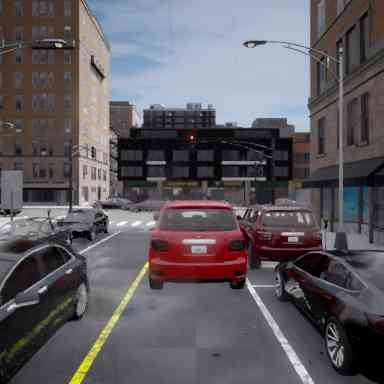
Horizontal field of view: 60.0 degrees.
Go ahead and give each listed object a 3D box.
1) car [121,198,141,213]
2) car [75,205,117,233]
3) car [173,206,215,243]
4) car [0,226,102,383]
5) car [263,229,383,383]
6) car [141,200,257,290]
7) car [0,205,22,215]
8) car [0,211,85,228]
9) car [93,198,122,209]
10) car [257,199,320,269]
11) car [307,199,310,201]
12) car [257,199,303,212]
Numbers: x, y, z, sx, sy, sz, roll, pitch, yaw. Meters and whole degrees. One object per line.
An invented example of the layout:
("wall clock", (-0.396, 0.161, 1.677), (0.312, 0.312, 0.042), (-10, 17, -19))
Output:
("car", (-4.425, 1.533, 35.720), (5.357, 1.411, 2.033), (0, 0, 0))
("car", (-5.387, 1.566, 16.717), (1.947, 1.339, 4.313), (0, 0, 0))
("car", (0.092, 1.526, 16.972), (1.812, 1.442, 4.674), (0, 0, 0))
("car", (-2.847, 1.505, 4.474), (1.837, 1.490, 4.892), (0, 0, 0))
("car", (2.636, 1.566, 5.392), (1.947, 1.339, 4.313), (0, 0, 0))
("car", (0.080, 1.222, 9.212), (2.150, 2.045, 5.566), (0, 0, -1))
("car", (-17.512, 1.524, 28.959), (4.718, 1.301, 1.895), (0, 0, 0))
("car", (-5.388, 1.551, 11.055), (2.008, 1.369, 4.403), (0, 0, 0))
("car", (-9.174, 1.455, 38.951), (4.902, 1.511, 2.128), (0, 0, 0))
("car", (2.637, 1.315, 11.054), (2.192, 1.841, 5.009), (0, 0, 0))
("car", (13.207, 1.427, 35.796), (4.553, 1.767, 2.097), (0, 0, 0))
("car", (10.244, 1.551, 39.035), (4.902, 1.511, 2.128), (0, 0, 0))
